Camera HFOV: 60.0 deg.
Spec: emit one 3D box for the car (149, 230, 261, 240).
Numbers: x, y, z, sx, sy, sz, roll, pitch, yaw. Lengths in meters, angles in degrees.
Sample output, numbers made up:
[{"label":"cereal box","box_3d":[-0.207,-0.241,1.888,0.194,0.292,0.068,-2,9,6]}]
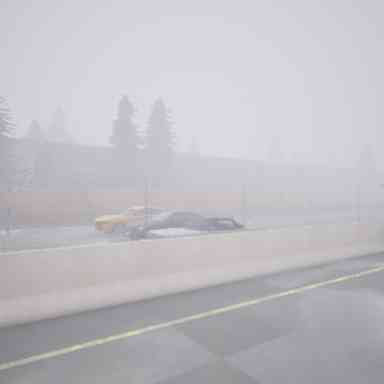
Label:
[{"label":"car","box_3d":[0.480,1.664,12.931,4.718,1.301,1.895,1,0,-35]}]
